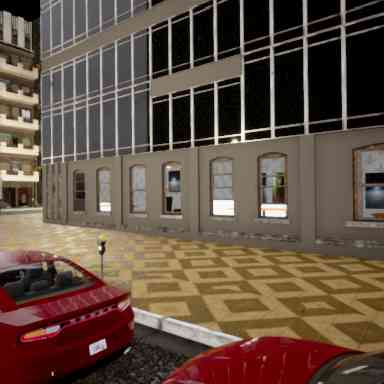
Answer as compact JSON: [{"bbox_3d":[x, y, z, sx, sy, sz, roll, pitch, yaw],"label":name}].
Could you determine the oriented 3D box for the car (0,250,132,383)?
[{"bbox_3d":[-2.832,1.545,4.912,4.507,1.381,1.887,0,-1,36],"label":"car"}]

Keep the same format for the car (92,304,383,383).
[{"bbox_3d":[1.738,1.545,1.645,4.507,1.381,1.887,0,-1,36],"label":"car"}]
